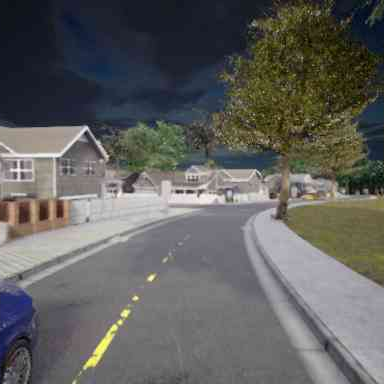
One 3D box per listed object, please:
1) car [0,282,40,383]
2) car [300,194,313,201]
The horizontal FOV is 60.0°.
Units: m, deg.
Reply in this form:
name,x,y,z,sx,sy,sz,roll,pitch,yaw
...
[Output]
name,x,y,z,sx,sy,sz,roll,pitch,yaw
car,-2.724,1.506,2.160,1.812,1.442,4.674,0,0,1
car,29.048,1.325,84.089,1.882,1.535,5.008,2,2,41
